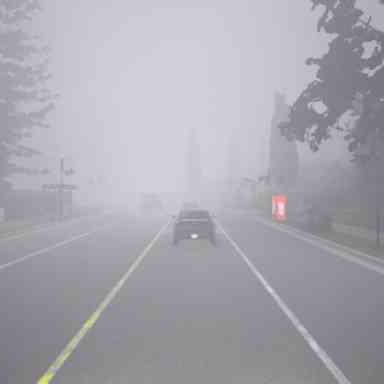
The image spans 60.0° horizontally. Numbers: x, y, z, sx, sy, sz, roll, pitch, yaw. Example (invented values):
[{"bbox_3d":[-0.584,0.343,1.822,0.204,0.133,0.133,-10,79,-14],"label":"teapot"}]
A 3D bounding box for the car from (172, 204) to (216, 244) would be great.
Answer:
[{"bbox_3d":[0.097,1.520,15.829,1.837,1.490,4.892,0,0,0],"label":"car"}]

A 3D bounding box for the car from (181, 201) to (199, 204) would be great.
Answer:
[{"bbox_3d":[-0.157,1.595,33.503,1.994,1.385,4.181,0,0,-4],"label":"car"}]

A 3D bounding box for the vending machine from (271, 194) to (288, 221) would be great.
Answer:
[{"bbox_3d":[6.874,1.220,26.230,1.100,2.100,0.880,0,0,0],"label":"vending machine"}]

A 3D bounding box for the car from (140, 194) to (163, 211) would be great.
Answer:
[{"bbox_3d":[-5.080,1.265,41.308,2.150,2.045,5.566,0,0,-16],"label":"car"}]
